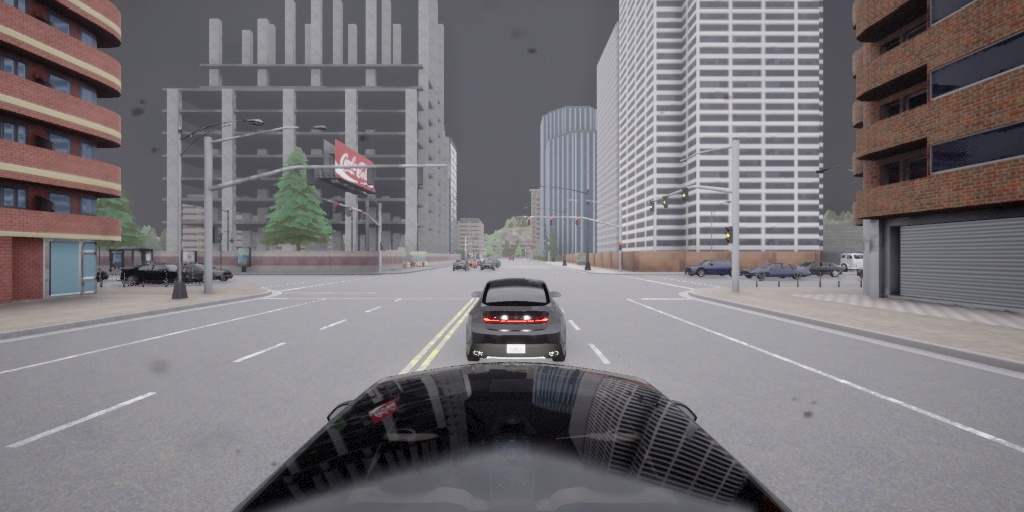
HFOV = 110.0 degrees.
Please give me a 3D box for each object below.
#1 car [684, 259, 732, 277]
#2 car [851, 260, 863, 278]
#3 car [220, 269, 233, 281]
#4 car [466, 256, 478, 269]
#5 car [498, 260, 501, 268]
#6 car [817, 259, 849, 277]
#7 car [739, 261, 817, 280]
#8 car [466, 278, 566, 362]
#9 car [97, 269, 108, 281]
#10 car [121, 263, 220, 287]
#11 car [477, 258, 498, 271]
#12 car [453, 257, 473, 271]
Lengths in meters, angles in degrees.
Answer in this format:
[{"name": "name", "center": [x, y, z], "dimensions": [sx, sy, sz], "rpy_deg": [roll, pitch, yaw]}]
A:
[{"name": "car", "center": [19.218, 1.102, 34.690], "dimensions": [4.553, 1.767, 2.097], "rpy_deg": [0, 0, 0]}, {"name": "car", "center": [32.720, 1.314, 31.180], "dimensions": [4.181, 1.385, 1.994], "rpy_deg": [0, 0, 0]}, {"name": "car", "center": [-24.210, 1.255, 27.472], "dimensions": [4.892, 1.490, 1.837], "rpy_deg": [0, 0, 0]}, {"name": "car", "center": [-6.805, 1.102, 57.966], "dimensions": [2.097, 1.767, 4.553], "rpy_deg": [0, 0, 0]}, {"name": "car", "center": [-3.287, 1.102, 60.415], "dimensions": [2.097, 1.767, 4.553], "rpy_deg": [0, 0, 1]}, {"name": "car", "center": [29.068, 1.255, 34.684], "dimensions": [4.892, 1.490, 1.837], "rpy_deg": [0, 0, 0]}, {"name": "car", "center": [22.808, 1.297, 31.191], "dimensions": [5.357, 1.411, 2.033], "rpy_deg": [0, 0, 0]}, {"name": "car", "center": [0.094, 1.255, 8.228], "dimensions": [1.837, 1.490, 4.892], "rpy_deg": [0, 0, 1]}, {"name": "car", "center": [-34.045, 1.251, 27.470], "dimensions": [4.892, 1.490, 1.837], "rpy_deg": [1, 0, 0]}, {"name": "car", "center": [-22.989, 1.227, 23.973], "dimensions": [5.008, 1.535, 1.882], "rpy_deg": [0, 0, 0]}, {"name": "car", "center": [-3.354, 1.254, 50.290], "dimensions": [1.837, 1.490, 4.892], "rpy_deg": [0, 0, 0]}, {"name": "car", "center": [-6.862, 1.254, 48.760], "dimensions": [1.837, 1.490, 4.892], "rpy_deg": [0, 0, 0]}]
